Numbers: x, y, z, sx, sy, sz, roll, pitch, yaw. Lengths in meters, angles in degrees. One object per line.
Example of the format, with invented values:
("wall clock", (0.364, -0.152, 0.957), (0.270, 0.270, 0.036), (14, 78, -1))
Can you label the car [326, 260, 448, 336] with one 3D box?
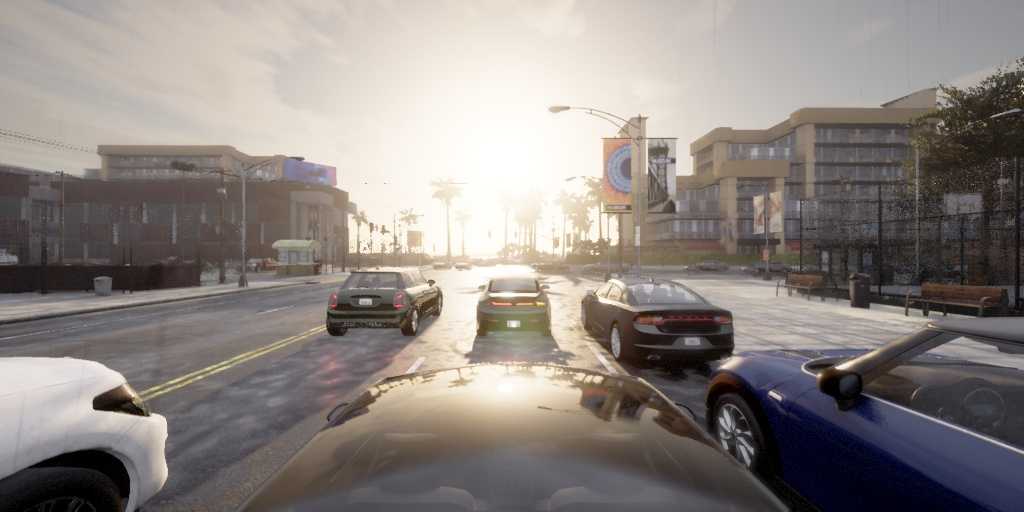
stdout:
("car", (-3.441, 1.102, 10.594), (2.097, 1.767, 4.553), (0, 0, 0))

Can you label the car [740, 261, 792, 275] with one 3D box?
("car", (27.604, 1.241, 39.041), (4.902, 1.511, 2.128), (0, 0, 0))

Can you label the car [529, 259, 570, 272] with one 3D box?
("car", (4.929, 1.351, 45.732), (4.718, 1.301, 1.895), (0, 0, 39))

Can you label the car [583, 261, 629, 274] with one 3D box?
("car", (10.280, 1.242, 39.346), (4.902, 1.511, 2.128), (0, 0, 7))

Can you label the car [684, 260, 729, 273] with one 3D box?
("car", (23.049, 1.241, 42.502), (4.902, 1.511, 2.128), (0, 0, 0))

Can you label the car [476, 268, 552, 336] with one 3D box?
("car", (0.057, 1.255, 10.348), (1.837, 1.490, 4.892), (0, 0, 0))

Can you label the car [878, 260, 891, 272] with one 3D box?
("car", (44.205, 1.243, 42.611), (4.902, 1.511, 2.128), (0, 0, 0))

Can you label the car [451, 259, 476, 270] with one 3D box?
("car", (-6.990, 1.297, 51.781), (2.033, 1.411, 5.357), (0, 0, 1))

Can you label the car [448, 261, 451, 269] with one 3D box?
("car", (-10.405, 1.297, 53.982), (2.033, 1.411, 5.357), (0, 0, 2))

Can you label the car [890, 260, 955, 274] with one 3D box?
("car", (45.130, 1.282, 39.111), (4.902, 1.511, 2.128), (0, 0, -1))
